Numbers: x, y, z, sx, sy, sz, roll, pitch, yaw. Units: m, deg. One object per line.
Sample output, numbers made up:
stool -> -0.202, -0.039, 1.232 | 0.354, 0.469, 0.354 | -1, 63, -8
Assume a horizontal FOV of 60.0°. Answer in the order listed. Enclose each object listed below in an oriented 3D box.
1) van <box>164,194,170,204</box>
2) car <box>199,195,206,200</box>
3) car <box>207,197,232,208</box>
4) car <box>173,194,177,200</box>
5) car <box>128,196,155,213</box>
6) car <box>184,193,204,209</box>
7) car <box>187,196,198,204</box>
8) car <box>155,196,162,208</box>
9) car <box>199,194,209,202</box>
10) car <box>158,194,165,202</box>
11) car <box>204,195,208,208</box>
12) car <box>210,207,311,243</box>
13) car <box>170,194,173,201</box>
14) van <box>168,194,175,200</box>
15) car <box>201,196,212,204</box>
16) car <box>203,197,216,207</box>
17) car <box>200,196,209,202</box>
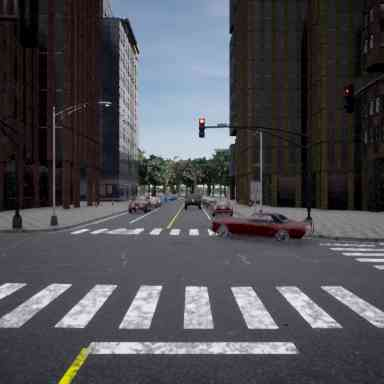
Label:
van -> -5.743, 1.358, 64.303 | 1.690, 1.788, 3.998 | 0, 0, 0
car -> 2.790, 1.560, 91.658 | 1.752, 1.417, 4.829 | 0, 0, 0
car -> 2.772, 1.444, 31.675 | 1.967, 1.590, 4.097 | 0, 0, 0
car -> -5.736, 1.596, 86.053 | 1.947, 1.339, 4.313 | 0, 0, 0
car -> -5.752, 1.321, 37.115 | 2.192, 1.841, 5.009 | 0, 0, 0
car -> 0.115, 1.231, 46.159 | 2.150, 2.045, 5.566 | 0, 0, 0
car -> 0.121, 1.566, 66.823 | 2.033, 1.411, 5.357 | 0, 0, 0
car -> -5.748, 1.591, 47.990 | 1.802, 1.307, 4.206 | 0, 0, 0
car -> 2.787, 1.341, 80.613 | 2.192, 1.841, 5.009 | 0, 0, 0
car -> -5.746, 1.537, 53.258 | 1.752, 1.417, 4.829 | 0, 0, 0
car -> 2.777, 1.560, 47.987 | 2.008, 1.369, 4.403 | 0, 0, 0
car -> 3.343, 1.668, 16.550 | 4.718, 1.301, 1.895 | 2, 1, 27
car -> -5.741, 1.570, 69.740 | 2.008, 1.369, 4.403 | 0, 0, 0
van -> -5.735, 1.376, 91.491 | 1.690, 1.788, 3.998 | 0, 0, 0
car -> 2.782, 1.542, 64.470 | 1.752, 1.417, 4.829 | 0, 0, 0
car -> 2.779, 1.556, 53.425 | 1.887, 1.381, 4.507 | 0, 0, 0
car -> 2.786, 1.548, 75.345 | 1.752, 1.417, 4.829 | 0, 0, 0
